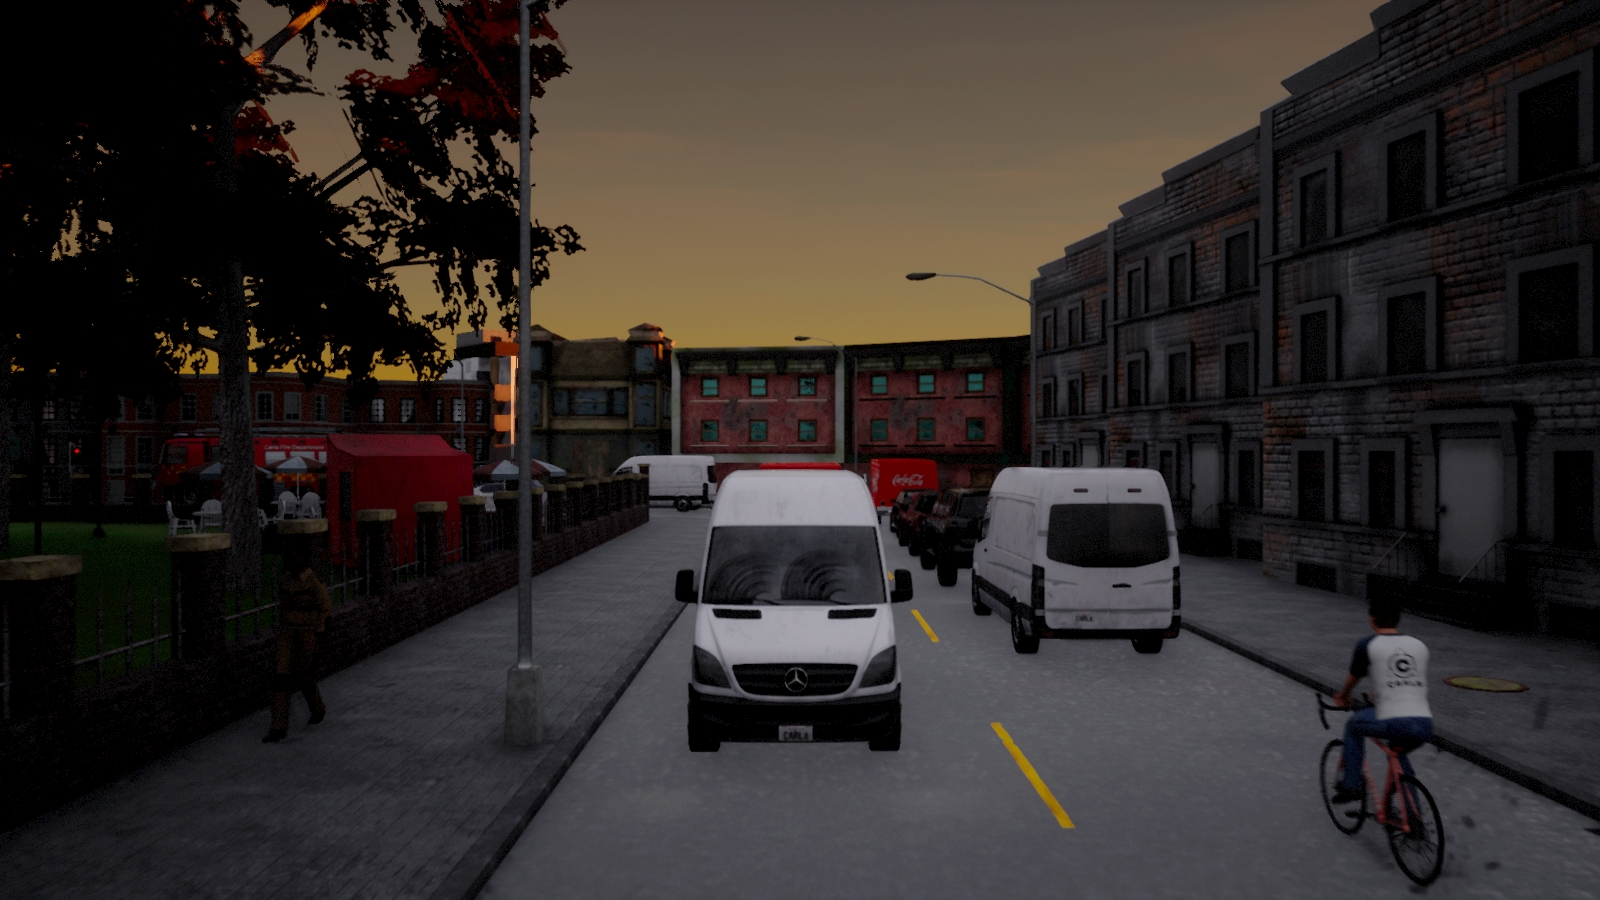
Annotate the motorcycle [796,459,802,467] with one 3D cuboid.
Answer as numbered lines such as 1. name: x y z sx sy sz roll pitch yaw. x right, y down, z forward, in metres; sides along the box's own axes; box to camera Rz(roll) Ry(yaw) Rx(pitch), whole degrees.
1. motorcycle: -0.144 1.962 178.385 0.856 1.236 1.805 0 0 0

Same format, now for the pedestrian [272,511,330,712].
1. pedestrian: -4.759 1.525 10.905 0.375 1.860 0.375 0 0 6

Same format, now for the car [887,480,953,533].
1. car: 3.903 1.806 37.579 1.789 1.549 3.705 0 0 0

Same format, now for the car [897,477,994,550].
1. car: 3.955 1.686 31.781 2.097 1.767 4.553 0 0 0

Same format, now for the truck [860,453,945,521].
1. truck: 3.831 1.349 43.947 2.627 2.467 5.204 0 0 -2

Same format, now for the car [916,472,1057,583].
1. car: 3.908 1.559 24.985 2.150 2.045 5.566 0 0 0

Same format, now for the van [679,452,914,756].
1. van: -0.059 1.314 12.653 1.988 2.561 5.915 0 0 -1

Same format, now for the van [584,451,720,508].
1. van: -6.824 1.315 52.915 5.915 2.561 1.988 0 0 10

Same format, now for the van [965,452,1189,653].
1. van: 3.967 1.314 17.561 1.988 2.561 5.915 0 0 0

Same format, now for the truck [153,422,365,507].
1. truck: -24.974 0.670 53.030 8.468 3.827 2.891 0 0 -1
